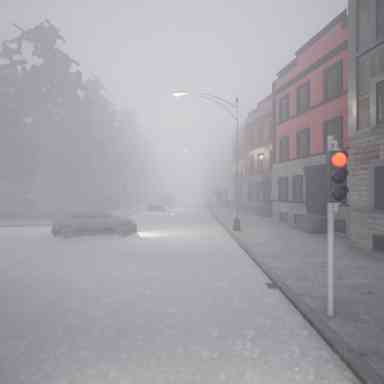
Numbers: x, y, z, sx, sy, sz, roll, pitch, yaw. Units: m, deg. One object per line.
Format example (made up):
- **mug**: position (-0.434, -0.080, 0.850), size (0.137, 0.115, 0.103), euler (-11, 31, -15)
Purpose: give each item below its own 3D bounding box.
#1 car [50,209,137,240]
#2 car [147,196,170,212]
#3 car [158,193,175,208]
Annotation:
- **car**: position (-4.923, 1.564, 16.861), size (4.181, 1.385, 1.994), euler (0, 0, -23)
- **car**: position (-4.095, 1.547, 39.352), size (2.033, 1.411, 5.357), euler (0, 0, 0)
- **car**: position (-4.088, 1.221, 49.539), size (2.150, 2.045, 5.566), euler (0, 0, 0)
